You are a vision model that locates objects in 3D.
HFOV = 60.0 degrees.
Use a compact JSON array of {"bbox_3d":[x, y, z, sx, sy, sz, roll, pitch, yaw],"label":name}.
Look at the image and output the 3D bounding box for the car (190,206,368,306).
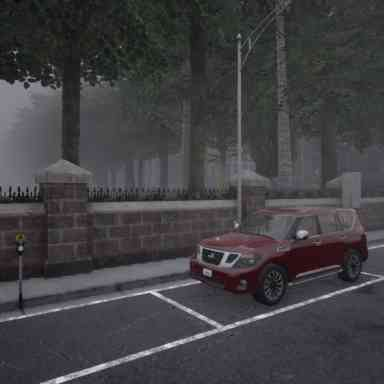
[{"bbox_3d":[2.359,1.314,8.215,5.009,1.841,2.192,0,0,-35],"label":"car"}]
